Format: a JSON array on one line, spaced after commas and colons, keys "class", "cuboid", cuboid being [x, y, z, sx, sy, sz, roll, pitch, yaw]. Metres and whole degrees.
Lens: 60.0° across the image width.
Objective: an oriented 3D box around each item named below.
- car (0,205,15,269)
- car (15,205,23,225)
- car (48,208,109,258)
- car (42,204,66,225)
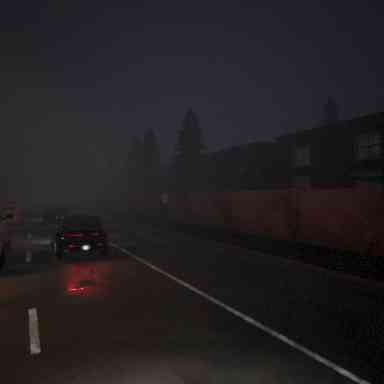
[{"class": "car", "cuboid": [-7.418, 1.341, 11.206, 2.150, 2.045, 5.566, 0, 0, -26]}, {"class": "car", "cuboid": [-14.422, 1.748, 26.064, 1.882, 1.535, 5.008, 0, 0, -24]}, {"class": "car", "cuboid": [-4.685, 1.652, 13.611, 1.837, 1.490, 4.892, 0, 0, -26]}, {"class": "car", "cuboid": [-11.253, 1.767, 27.549, 1.882, 1.535, 5.008, 0, 0, -24]}]
